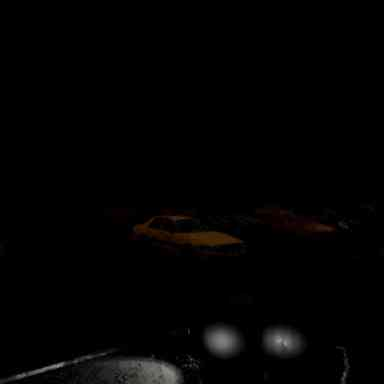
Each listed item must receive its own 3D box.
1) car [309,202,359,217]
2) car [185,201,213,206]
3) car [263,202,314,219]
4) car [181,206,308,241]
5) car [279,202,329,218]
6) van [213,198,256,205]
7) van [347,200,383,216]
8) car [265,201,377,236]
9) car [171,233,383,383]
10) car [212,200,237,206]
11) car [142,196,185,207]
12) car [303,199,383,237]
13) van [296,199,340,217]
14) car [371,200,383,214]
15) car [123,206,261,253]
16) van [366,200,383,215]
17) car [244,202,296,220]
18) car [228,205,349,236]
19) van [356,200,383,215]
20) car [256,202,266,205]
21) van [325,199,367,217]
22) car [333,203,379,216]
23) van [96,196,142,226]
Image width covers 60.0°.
[{"bbox_3d":[17.075,2.107,40.277,1.946,1.575,5.366,1,-1,-36],"label":"car"},{"bbox_3d":[-0.965,1.639,27.415,1.946,1.575,5.366,1,-1,-35],"label":"car"},{"bbox_3d":[10.204,1.934,35.599,2.097,1.535,5.008,2,-1,-35],"label":"car"},{"bbox_3d":[1.825,1.544,13.574,2.231,1.521,4.892,1,-1,-35],"label":"car"},{"bbox_3d":[12.460,1.993,37.206,2.231,1.521,4.892,2,-1,-35],"label":"car"},{"bbox_3d":[3.372,1.532,30.877,1.878,1.987,4.442,1,-1,-35],"label":"van"},{"bbox_3d":[23.681,2.072,45.071,1.878,1.987,4.442,2,-1,-35],"label":"van"},{"bbox_3d":[6.330,1.512,16.818,2.185,1.767,4.553,1,-1,-35],"label":"car"},{"bbox_3d":[1.973,1.595,5.093,4.181,1.385,1.994,1,0,-36],"label":"car"},{"bbox_3d":[1.184,1.700,29.166,2.231,1.521,4.892,1,-1,-35],"label":"car"},{"bbox_3d":[-3.339,1.339,25.984,2.435,2.045,5.566,1,-1,-35],"label":"car"},{"bbox_3d":[8.623,1.443,18.379,2.435,2.045,5.566,1,-1,-35],"label":"car"},{"bbox_3d":[14.647,1.825,38.917,1.878,1.987,4.442,1,-1,-35],"label":"van"},{"bbox_3d":[30.400,2.356,49.969,2.435,2.045,5.566,3,-2,-35],"label":"car"},{"bbox_3d":[-0.318,1.505,11.812,1.946,1.575,5.366,1,-1,-35],"label":"car"},{"bbox_3d":[28.060,2.278,48.479,1.878,1.987,4.442,3,-2,-35],"label":"van"},{"bbox_3d":[7.847,1.872,33.918,2.097,1.535,5.008,1,-1,-35],"label":"car"},{"bbox_3d":[4.082,1.586,15.184,2.097,1.535,5.008,1,-1,-35],"label":"car"},{"bbox_3d":[25.908,2.180,46.944,1.878,1.987,4.442,3,-2,-35],"label":"van"},{"bbox_3d":[5.711,1.691,32.363,2.185,1.767,4.553,2,-1,-35],"label":"car"},{"bbox_3d":[19.293,1.942,41.941,1.878,1.987,4.442,1,-1,-35],"label":"van"},{"bbox_3d":[21.473,2.227,43.646,2.097,1.535,5.008,1,-1,-35],"label":"car"},{"bbox_3d":[-5.746,1.320,24.378,1.878,1.987,4.442,1,-1,-35],"label":"van"}]
